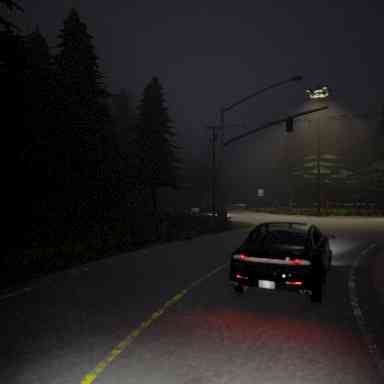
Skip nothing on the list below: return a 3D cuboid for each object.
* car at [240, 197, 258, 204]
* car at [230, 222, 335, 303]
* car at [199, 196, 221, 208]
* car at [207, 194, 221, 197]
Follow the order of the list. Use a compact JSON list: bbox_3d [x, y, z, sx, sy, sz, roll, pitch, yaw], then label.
[{"bbox_3d":[10.565,1.591,61.364,1.994,1.385,4.181,0,0,39],"label":"car"},{"bbox_3d":[2.413,1.492,8.350,2.128,1.511,4.902,0,0,25],"label":"car"},{"bbox_3d":[1.924,1.532,37.195,1.837,1.490,4.892,0,0,-6],"label":"car"},{"bbox_3d":[3.190,1.249,49.514,2.150,2.045,5.566,0,0,22],"label":"car"}]
